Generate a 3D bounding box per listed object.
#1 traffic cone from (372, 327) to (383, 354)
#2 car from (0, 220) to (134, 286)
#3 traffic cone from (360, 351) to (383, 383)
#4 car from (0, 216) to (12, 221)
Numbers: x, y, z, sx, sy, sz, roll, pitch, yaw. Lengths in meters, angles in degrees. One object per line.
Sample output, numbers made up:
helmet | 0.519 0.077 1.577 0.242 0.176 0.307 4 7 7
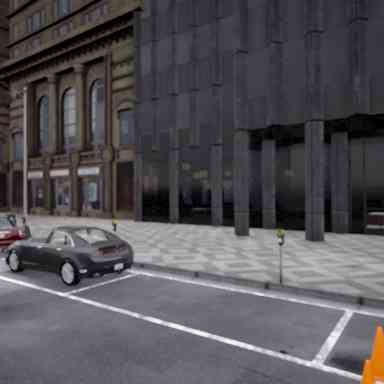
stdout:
traffic cone | 2.327 1.974 4.127 0.340 0.580 0.340 -1 -1 35
car | -3.615 1.647 9.555 4.403 1.369 2.008 -1 0 35
traffic cone | 1.753 1.971 3.309 0.340 0.580 0.340 -1 -1 35
car | -8.266 1.590 12.812 4.097 1.590 1.967 -1 0 35
